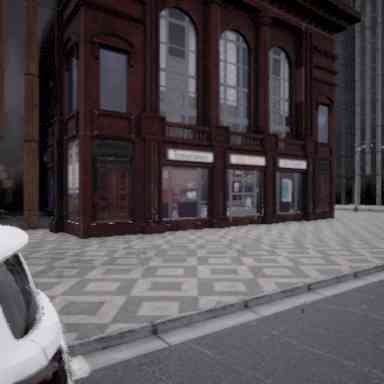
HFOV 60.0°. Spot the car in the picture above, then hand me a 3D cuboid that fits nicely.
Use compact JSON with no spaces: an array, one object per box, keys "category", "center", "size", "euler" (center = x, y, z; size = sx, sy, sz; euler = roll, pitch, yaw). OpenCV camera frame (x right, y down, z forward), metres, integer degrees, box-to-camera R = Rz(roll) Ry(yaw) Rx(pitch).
[{"category":"car","center":[-3.273,1.218,1.045],"size":[5.566,2.045,2.150],"euler":[0,0,-35]}]
